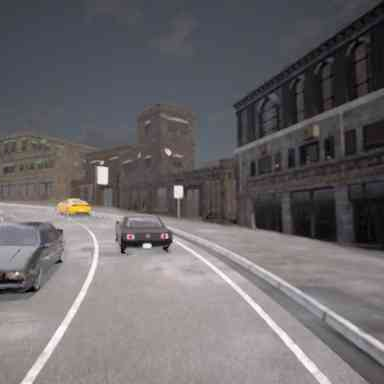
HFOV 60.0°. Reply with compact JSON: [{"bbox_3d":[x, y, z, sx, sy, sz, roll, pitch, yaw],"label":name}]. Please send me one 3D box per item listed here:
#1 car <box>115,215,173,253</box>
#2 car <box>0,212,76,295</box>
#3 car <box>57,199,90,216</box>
[{"bbox_3d":[-2.192,1.603,13.884,1.895,1.301,4.718,1,0,-16],"label":"car"},{"bbox_3d":[-4.658,1.524,8.936,2.033,1.411,5.357,0,0,-11],"label":"car"},{"bbox_3d":[-11.128,1.373,31.129,1.882,1.535,5.008,3,-1,-37],"label":"car"}]
